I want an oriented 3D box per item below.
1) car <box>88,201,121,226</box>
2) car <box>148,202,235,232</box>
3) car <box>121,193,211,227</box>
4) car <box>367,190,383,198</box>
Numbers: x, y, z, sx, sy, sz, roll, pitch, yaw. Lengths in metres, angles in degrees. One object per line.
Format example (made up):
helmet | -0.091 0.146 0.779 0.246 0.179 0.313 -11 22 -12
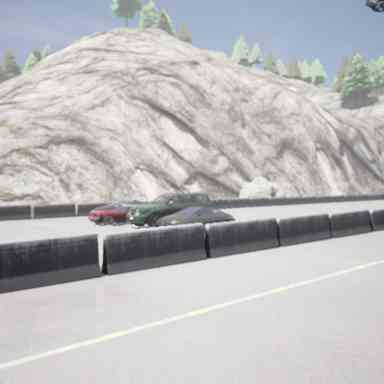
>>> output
car | -4.445 1.486 22.319 4.718 1.301 1.895 -1 1 -36
car | 0.224 1.440 17.050 4.181 1.385 1.994 -1 1 -35
car | -1.161 1.087 20.362 5.566 2.045 2.150 -1 0 -36
car | 27.829 0.500 49.519 4.674 1.442 1.812 -1 1 -36
